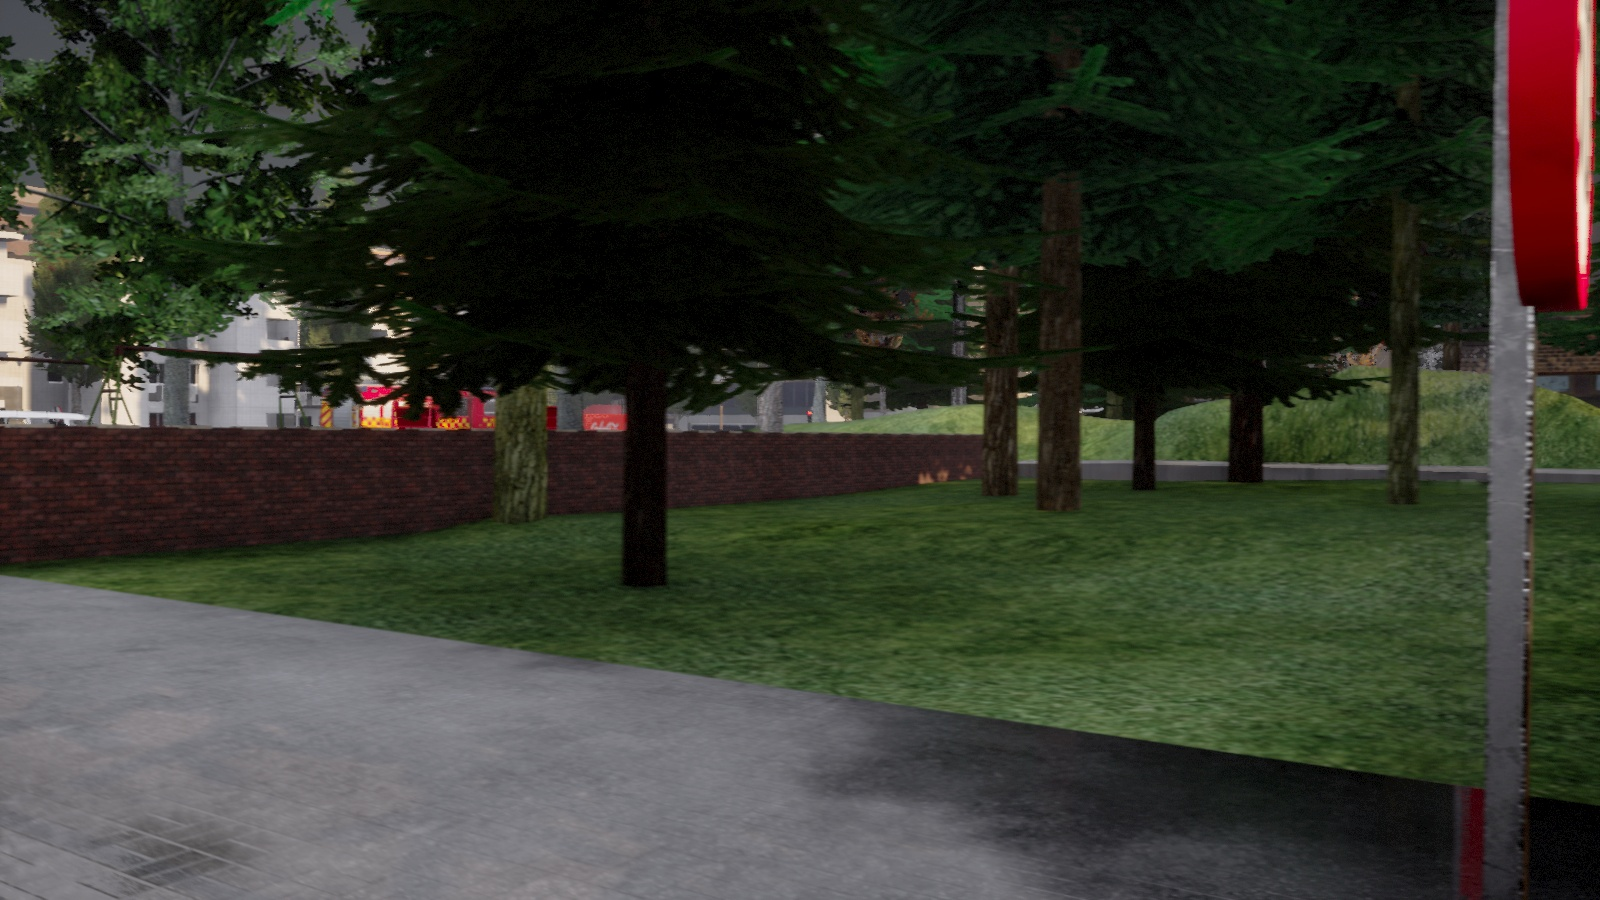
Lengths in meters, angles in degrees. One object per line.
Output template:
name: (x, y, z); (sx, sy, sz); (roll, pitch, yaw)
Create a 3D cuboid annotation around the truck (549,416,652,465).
truck: (-10.612, -0.524, 67.184); (2.627, 2.467, 5.204); (0, 1, 34)

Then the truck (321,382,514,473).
truck: (-17.223, -1.007, 57.275); (2.891, 3.827, 8.468); (0, 1, 34)

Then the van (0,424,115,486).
van: (-26.498, 0.154, 43.373); (2.069, 2.038, 4.480); (0, 1, 34)
